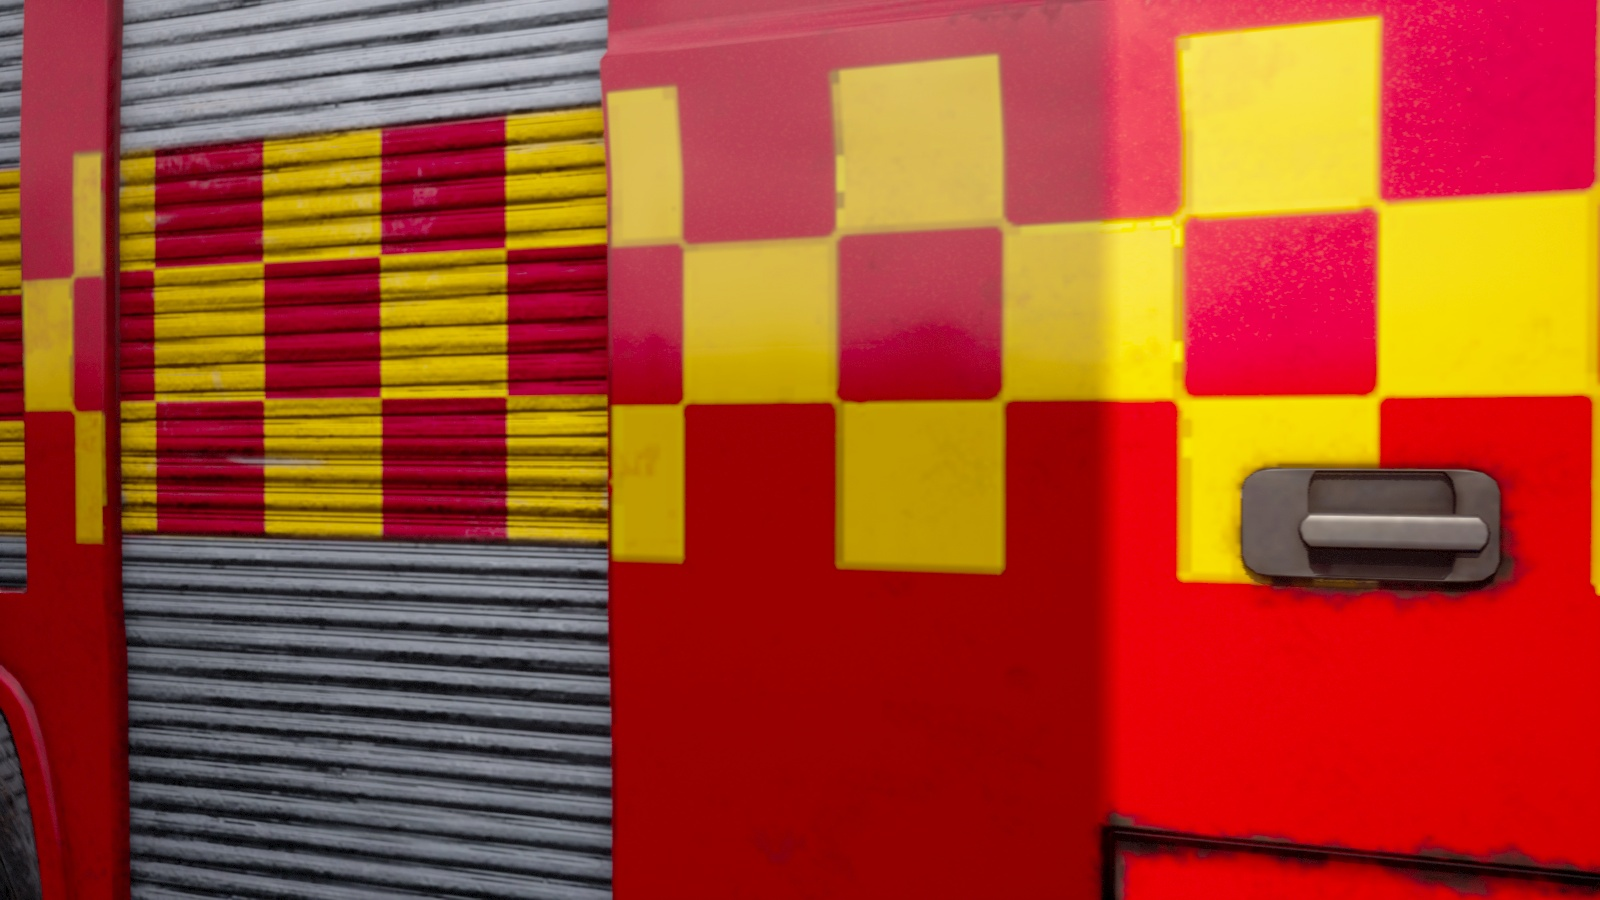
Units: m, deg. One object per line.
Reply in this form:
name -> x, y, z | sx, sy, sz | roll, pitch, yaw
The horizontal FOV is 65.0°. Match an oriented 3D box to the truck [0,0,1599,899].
truck -> 1.145, -0.377, 2.792 | 8.468, 3.827, 2.891 | 1, 1, 19
